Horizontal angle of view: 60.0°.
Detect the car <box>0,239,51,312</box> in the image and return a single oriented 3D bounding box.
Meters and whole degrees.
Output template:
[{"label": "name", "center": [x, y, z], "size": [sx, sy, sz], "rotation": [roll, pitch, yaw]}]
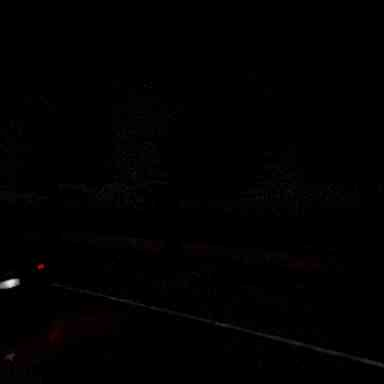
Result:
[{"label": "car", "center": [-4.873, 1.564, 6.805], "size": [4.181, 1.385, 1.994], "rotation": [0, 0, 31]}]
